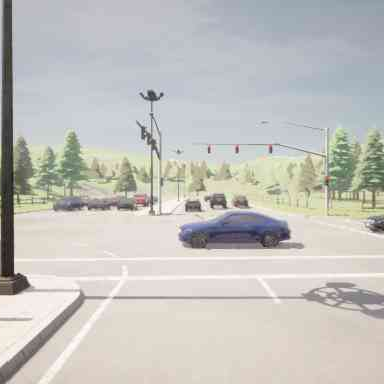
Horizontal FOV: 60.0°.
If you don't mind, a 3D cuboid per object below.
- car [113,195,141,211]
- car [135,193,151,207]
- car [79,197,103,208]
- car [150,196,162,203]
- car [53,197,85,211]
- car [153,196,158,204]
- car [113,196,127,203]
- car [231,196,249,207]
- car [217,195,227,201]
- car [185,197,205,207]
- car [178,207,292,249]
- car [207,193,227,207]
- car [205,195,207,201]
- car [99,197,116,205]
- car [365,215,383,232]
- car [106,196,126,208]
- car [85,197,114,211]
[{"bbox_3d":[-8.045,1.478,41.722,1.882,1.535,5.008,0,0,0],"label":"car"},{"bbox_3d":[-8.032,1.221,51.656,2.150,2.045,5.566,0,0,0],"label":"car"},{"bbox_3d":[-15.036,1.547,49.811,2.033,1.411,5.357,0,0,0],"label":"car"},{"bbox_3d":[-7.884,1.526,72.664,2.033,1.411,5.357,0,0,0],"label":"car"},{"bbox_3d":[-15.051,1.352,40.352,2.097,1.767,4.553,0,0,0],"label":"car"},{"bbox_3d":[-7.984,1.547,61.996,2.033,1.411,5.357,0,0,0],"label":"car"},{"bbox_3d":[-14.912,1.500,69.160,1.837,1.490,4.892,0,0,0],"label":"car"},{"bbox_3d":[7.148,1.352,49.961,2.097,1.767,4.553,0,0,0],"label":"car"},{"bbox_3d":[7.284,1.540,81.529,2.033,1.411,5.357,0,0,2],"label":"car"},{"bbox_3d":[0.156,1.491,40.766,2.128,1.511,4.902,0,0,0],"label":"car"},{"bbox_3d":[1.768,1.526,13.916,4.674,1.442,1.812,0,0,-3],"label":"car"},{"bbox_3d":[3.649,1.222,47.019,2.150,2.045,5.566,0,0,0],"label":"car"},{"bbox_3d":[3.654,1.501,74.101,1.837,1.490,4.892,0,0,1],"label":"car"},{"bbox_3d":[-15.005,1.564,59.049,1.994,1.385,4.181,0,0,0],"label":"car"},{"bbox_3d":[11.927,1.525,17.989,4.674,1.442,1.812,0,0,3],"label":"car"},{"bbox_3d":[-11.533,1.478,50.583,1.882,1.535,5.008,0,0,0],"label":"car"},{"bbox_3d":[-11.549,1.564,41.605,1.994,1.385,4.181,0,0,0],"label":"car"}]
